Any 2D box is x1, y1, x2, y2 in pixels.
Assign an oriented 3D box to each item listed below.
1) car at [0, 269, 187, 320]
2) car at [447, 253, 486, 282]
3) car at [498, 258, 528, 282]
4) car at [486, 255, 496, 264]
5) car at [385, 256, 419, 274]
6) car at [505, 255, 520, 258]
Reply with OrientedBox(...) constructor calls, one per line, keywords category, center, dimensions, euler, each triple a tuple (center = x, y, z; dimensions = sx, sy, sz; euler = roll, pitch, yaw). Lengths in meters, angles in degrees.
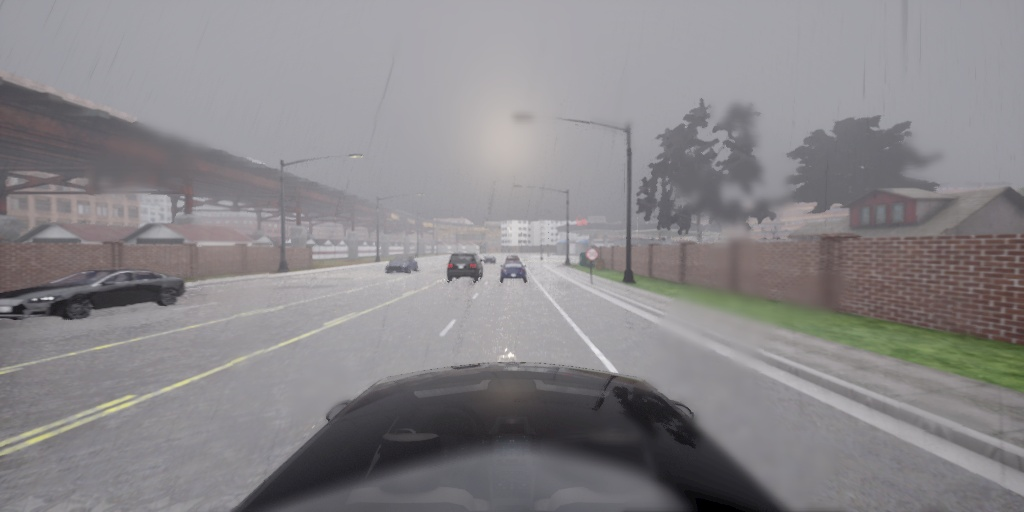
OrientedBox(category="car", center=(-14.090, 1.212, 12.419), dimensions=(2.128, 1.511, 4.902), euler=(0, 0, 0))
OrientedBox(category="car", center=(-3.399, 0.800, 26.553), dimensions=(2.150, 2.045, 5.566), euler=(0, 1, 0))
OrientedBox(category="car", center=(0.102, 1.101, 26.766), dimensions=(1.812, 1.442, 4.674), euler=(0, 1, 0))
OrientedBox(category="car", center=(-3.397, 0.544, 54.826), dimensions=(1.895, 1.301, 4.718), euler=(0, 1, 0))
OrientedBox(category="car", center=(-10.520, 0.782, 34.426), dimensions=(2.097, 1.767, 4.553), euler=(0, 1, 0))
OrientedBox(category="car", center=(0.102, 0.590, 47.858), dimensions=(1.882, 1.535, 5.008), euler=(0, 1, 0))
